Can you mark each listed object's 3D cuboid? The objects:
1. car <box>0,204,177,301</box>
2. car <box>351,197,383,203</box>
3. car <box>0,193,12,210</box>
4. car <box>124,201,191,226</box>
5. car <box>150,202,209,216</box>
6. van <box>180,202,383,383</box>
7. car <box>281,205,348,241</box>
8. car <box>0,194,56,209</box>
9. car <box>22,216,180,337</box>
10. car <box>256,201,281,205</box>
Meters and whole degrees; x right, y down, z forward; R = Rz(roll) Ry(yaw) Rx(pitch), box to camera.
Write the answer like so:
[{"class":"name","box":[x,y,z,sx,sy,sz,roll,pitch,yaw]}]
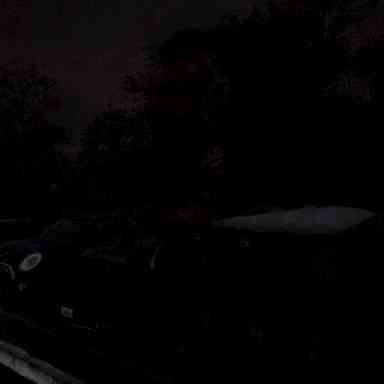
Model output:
[{"class":"car","box":[-2.706,1.357,8.477,2.185,1.767,4.553,0,0,35]},{"class":"car","box":[8.991,1.240,16.234,2.435,2.045,5.566,0,0,35]},{"class":"car","box":[-25.190,1.182,40.232,2.435,2.045,5.566,0,0,35]},{"class":"car","box":[-2.370,1.473,24.206,2.231,1.521,4.892,0,0,35]},{"class":"car","box":[-0.210,1.473,22.451,1.946,1.575,5.366,0,0,35]},{"class":"van","box":[1.927,1.265,5.319,1.878,1.987,4.442,0,0,35]},{"class":"car","box":[6.689,1.517,17.785,2.163,1.488,4.792,0,0,35]},{"class":"car","box":[-7.325,1.223,11.656,2.435,2.045,5.566,0,0,35]},{"class":"car","box":[-0.436,1.488,6.832,2.231,1.521,4.892,0,0,35]},{"class":"car","box":[4.453,1.358,19.433,2.185,1.767,4.553,0,0,35]}]
